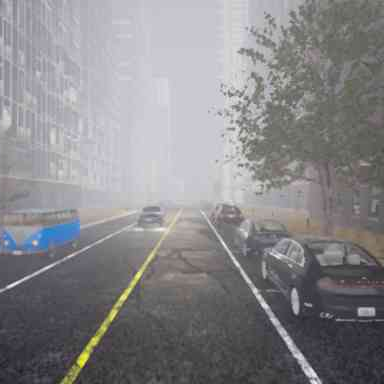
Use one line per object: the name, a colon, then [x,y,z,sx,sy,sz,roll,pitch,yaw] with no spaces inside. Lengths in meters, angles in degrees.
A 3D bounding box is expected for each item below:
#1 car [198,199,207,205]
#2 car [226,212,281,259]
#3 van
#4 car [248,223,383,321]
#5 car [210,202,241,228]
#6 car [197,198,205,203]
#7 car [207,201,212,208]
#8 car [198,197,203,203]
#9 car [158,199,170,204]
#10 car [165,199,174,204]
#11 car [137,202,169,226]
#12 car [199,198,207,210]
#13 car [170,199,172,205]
car: [2.530,2.357,81.299,1.947,1.339,4.313,0,0,0]
car: [2.667,1.691,12.994,2.008,1.369,4.403,0,-1,0]
van: [-5.714,1.488,12.983,1.690,1.788,3.998,0,-1,0]
car: [2.679,1.631,7.302,2.008,1.369,4.403,0,-1,0]
car: [2.644,1.696,24.380,1.967,1.590,4.097,0,-1,0]
car: [2.507,2.455,92.683,1.947,1.339,4.313,0,0,0]
car: [2.632,1.753,30.071,1.967,1.590,4.097,0,-1,0]
car: [2.553,2.257,69.915,1.947,1.339,4.313,0,-1,0]
car: [-5.816,2.191,64.213,1.887,1.381,4.507,0,-1,0]
car: [-5.863,2.413,86.983,1.947,1.339,4.313,0,0,0]
car: [-3.050,1.780,25.828,1.837,1.490,4.892,0,-1,0]
car: [2.587,2.080,52.839,1.887,1.381,4.507,0,-1,0]
car: [-5.828,2.279,69.906,1.802,1.307,4.206,0,-1,0]
